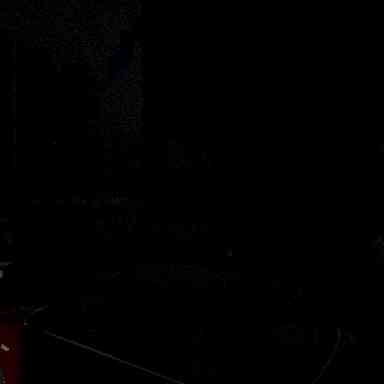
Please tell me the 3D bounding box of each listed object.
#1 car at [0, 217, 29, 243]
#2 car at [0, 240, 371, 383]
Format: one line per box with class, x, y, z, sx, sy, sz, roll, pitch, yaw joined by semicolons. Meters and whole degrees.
car;-4.976;1.389;6.481;5.009;1.841;2.192;-1;0;35
car;-0.537;1.461;3.339;4.097;1.590;1.967;-1;0;35
